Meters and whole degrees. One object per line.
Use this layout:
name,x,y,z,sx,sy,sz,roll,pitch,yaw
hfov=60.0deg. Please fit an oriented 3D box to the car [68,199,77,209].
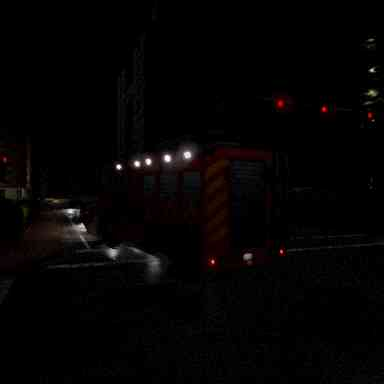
car,-16.432,1.664,47.033,1.895,1.301,4.718,0,0,-22

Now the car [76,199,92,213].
car,-7.702,1.499,26.092,1.882,1.535,5.008,0,0,-23

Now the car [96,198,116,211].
car,-11.523,1.553,44.317,1.882,1.535,5.008,0,0,-22

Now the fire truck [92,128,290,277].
fire truck,-0.765,0.324,11.755,2.891,3.827,8.468,-1,0,-32

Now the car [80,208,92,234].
car,-4.193,1.641,17.268,1.895,1.301,4.718,1,-2,-31
